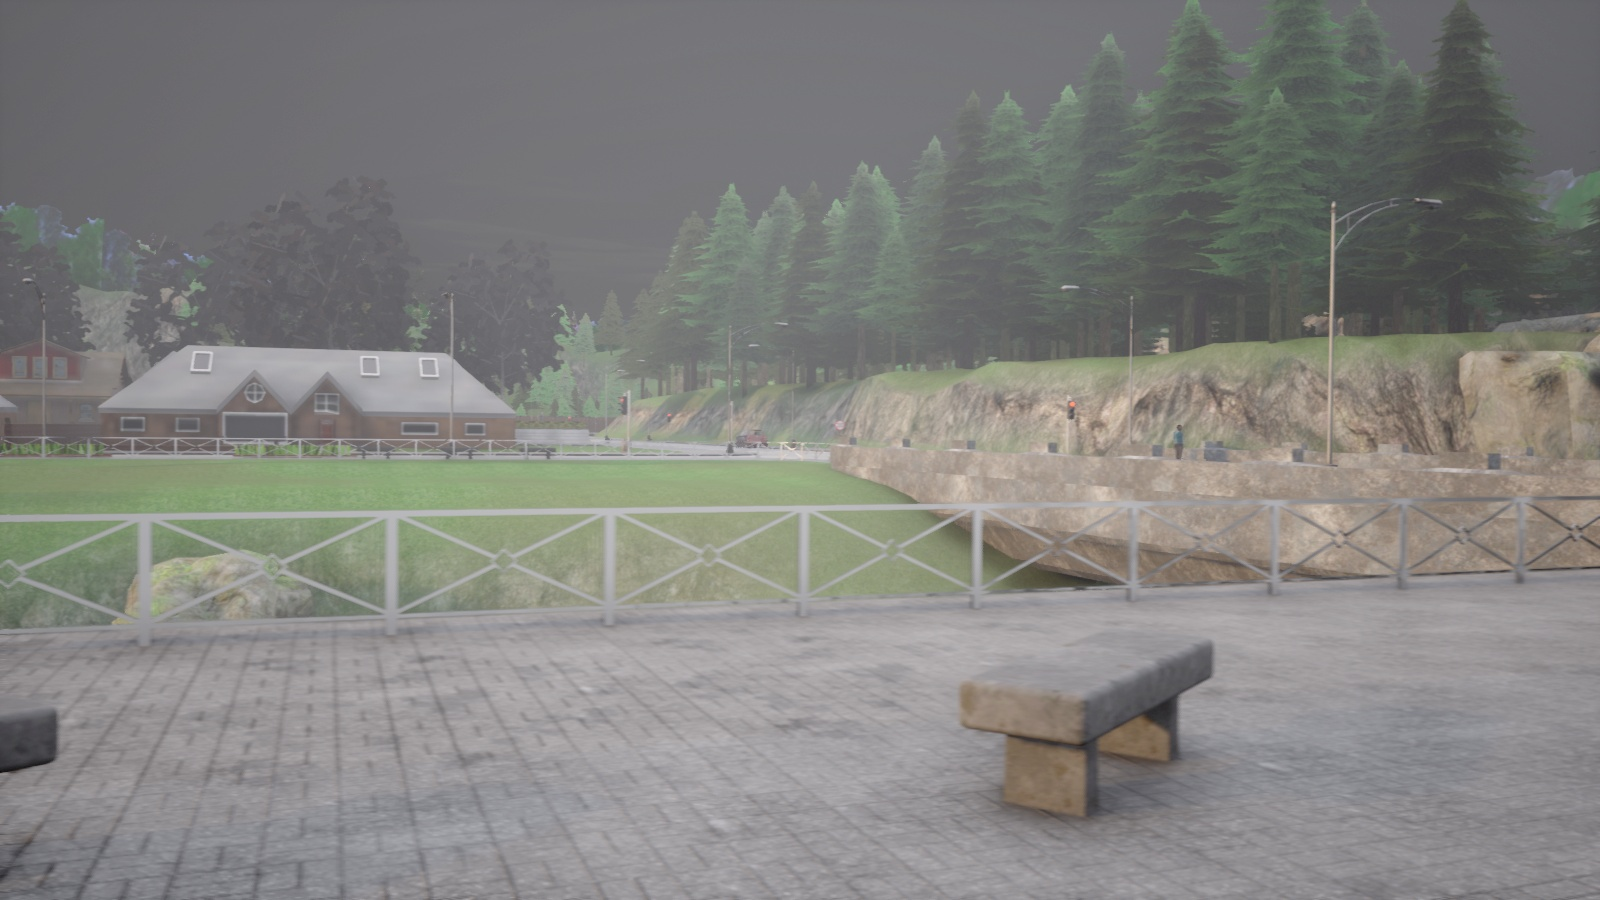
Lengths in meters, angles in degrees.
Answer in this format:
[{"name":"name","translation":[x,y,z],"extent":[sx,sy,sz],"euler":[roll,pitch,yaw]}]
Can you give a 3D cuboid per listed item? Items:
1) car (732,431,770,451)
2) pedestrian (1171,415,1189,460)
[{"name":"car","translation":[-3.809,-0.723,96.953],"extent":[1.845,1.501,3.633],"euler":[-1,1,-21]},{"name":"pedestrian","translation":[16.265,-0.541,53.734],"extent":[0.396,1.930,0.692],"euler":[-1,1,-21]}]
